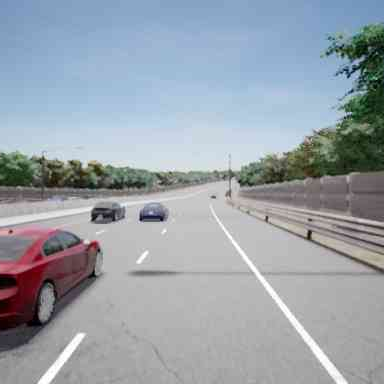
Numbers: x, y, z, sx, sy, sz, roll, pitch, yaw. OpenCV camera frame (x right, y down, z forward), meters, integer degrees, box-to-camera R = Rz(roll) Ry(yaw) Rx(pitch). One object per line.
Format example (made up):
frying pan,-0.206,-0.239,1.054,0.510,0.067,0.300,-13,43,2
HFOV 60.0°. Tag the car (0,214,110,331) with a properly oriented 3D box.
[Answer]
car,-3.359,1.465,7.006,1.882,1.535,5.008,0,0,0

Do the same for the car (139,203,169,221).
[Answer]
car,-3.041,1.553,27.140,1.994,1.385,4.181,0,0,1

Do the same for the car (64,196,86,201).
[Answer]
car,-19.564,1.603,57.558,2.033,1.411,5.357,0,0,3

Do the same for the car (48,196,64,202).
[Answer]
car,-23.067,1.401,57.690,2.097,1.767,4.553,0,0,3

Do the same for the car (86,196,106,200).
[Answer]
car,-16.070,1.416,57.573,2.097,1.767,4.553,0,0,3

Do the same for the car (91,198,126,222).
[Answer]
car,-6.559,1.489,26.456,1.837,1.490,4.892,0,0,1
